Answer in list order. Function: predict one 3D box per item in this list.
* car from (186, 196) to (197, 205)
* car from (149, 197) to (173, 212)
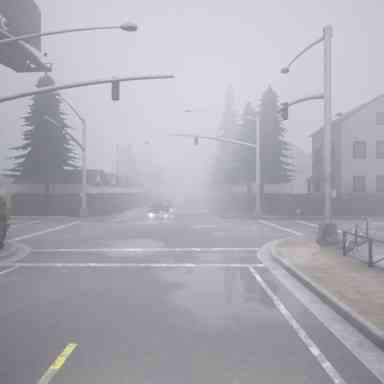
[{"bbox_3d":[-0.086,1.491,59.322,2.128,1.511,4.902,0,0,0],"label":"car"},{"bbox_3d":[-3.644,1.352,38.109,2.097,1.767,4.553,0,0,0],"label":"car"}]
